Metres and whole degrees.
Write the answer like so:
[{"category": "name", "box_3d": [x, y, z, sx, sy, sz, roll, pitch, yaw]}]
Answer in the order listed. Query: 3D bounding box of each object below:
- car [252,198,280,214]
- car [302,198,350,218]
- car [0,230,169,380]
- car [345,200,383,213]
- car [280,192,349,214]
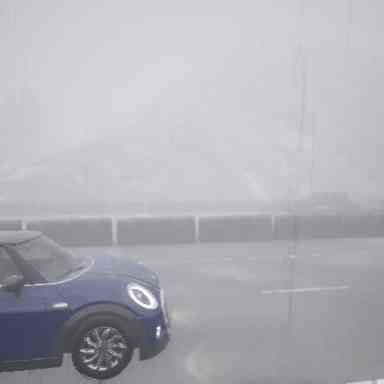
[{"category": "car", "box_3d": [8.008, 1.307, 31.588, 4.674, 1.442, 1.812, 0, 0, -10]}, {"category": "car", "box_3d": [10.883, 1.359, 24.995, 4.181, 1.385, 1.994, 0, 0, -10]}, {"category": "car", "box_3d": [-2.617, 1.347, 4.690, 4.553, 1.767, 2.097, -1, 0, -10]}, {"category": "car", "box_3d": [12.956, 1.398, 21.805, 4.718, 1.301, 1.895, 0, 0, -10]}, {"category": "car", "box_3d": [10.839, 0.999, 28.540, 5.566, 2.045, 2.150, 0, 0, -10]}]
